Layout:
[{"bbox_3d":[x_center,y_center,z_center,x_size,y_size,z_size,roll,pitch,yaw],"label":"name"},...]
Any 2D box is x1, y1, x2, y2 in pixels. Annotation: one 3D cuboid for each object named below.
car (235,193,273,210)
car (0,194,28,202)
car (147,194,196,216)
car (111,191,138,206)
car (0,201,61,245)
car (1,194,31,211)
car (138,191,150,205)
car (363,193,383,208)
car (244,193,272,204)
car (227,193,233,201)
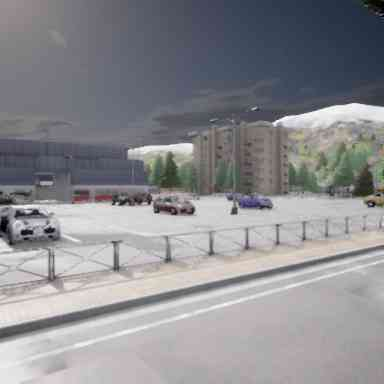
[{"bbox_3d":[6.546,1.018,33.829,1.845,1.501,3.633,-1,0,-36],"label":"car"},{"bbox_3d":[-12.071,1.080,21.259,1.932,1.855,4.605,-1,0,-36],"label":"car"},{"bbox_3d":[-1.568,1.123,27.997,2.007,1.523,4.514,-1,0,-36],"label":"car"},{"bbox_3d":[-9.379,0.869,44.685,1.905,1.878,3.866,-1,0,-36],"label":"car"},{"bbox_3d":[-7.060,1.338,14.419,1.970,1.475,3.806,-1,0,-36],"label":"car"},{"bbox_3d":[-19.735,1.108,37.175,2.152,1.636,5.027,-1,0,-36],"label":"car"},{"bbox_3d":[-7.269,0.853,46.724,1.932,1.855,4.605,-1,0,-36],"label":"car"},{"bbox_3d":[20.640,0.874,34.570,2.152,1.636,5.027,-1,0,-36],"label":"car"},{"bbox_3d":[9.802,0.938,49.768,1.970,1.475,3.806,-1,0,-36],"label":"car"},{"bbox_3d":[7.857,0.894,57.524,1.845,1.501,3.633,-1,0,-36],"label":"car"}]
